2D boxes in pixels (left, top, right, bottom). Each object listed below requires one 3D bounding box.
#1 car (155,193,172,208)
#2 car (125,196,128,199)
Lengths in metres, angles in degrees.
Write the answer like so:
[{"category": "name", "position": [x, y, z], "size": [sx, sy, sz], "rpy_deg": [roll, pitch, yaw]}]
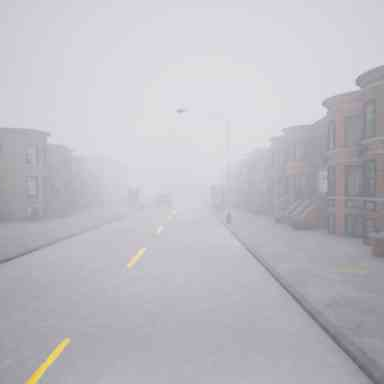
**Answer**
[{"category": "car", "position": [-4.089, 1.201, 48.423], "size": [2.150, 2.045, 5.566], "rpy_deg": [0, 0, 0]}, {"category": "car", "position": [-19.336, 1.312, 86.736], "size": [4.611, 1.667, 2.242], "rpy_deg": [0, 0, 10]}]
